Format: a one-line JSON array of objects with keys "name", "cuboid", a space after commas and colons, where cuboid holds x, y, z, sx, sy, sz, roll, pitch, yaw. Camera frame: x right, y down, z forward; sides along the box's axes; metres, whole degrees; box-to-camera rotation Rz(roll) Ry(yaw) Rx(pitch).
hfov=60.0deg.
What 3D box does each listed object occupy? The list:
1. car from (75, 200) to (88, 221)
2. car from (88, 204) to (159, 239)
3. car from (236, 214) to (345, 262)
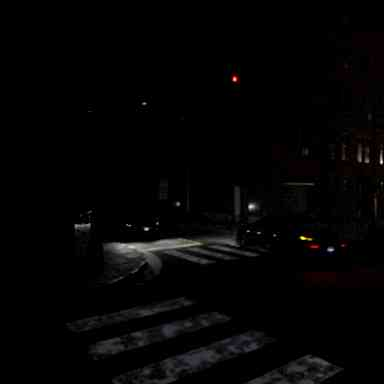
[{"name": "car", "cuboid": [-9.066, 1.367, 24.913, 1.837, 1.490, 4.892, 0, 0, -36]}, {"name": "car", "cuboid": [-3.473, 1.426, 17.096, 1.837, 1.490, 4.892, 0, 0, -36]}, {"name": "car", "cuboid": [3.343, 1.501, 12.025, 1.812, 1.442, 4.674, 1, 0, -19]}]
